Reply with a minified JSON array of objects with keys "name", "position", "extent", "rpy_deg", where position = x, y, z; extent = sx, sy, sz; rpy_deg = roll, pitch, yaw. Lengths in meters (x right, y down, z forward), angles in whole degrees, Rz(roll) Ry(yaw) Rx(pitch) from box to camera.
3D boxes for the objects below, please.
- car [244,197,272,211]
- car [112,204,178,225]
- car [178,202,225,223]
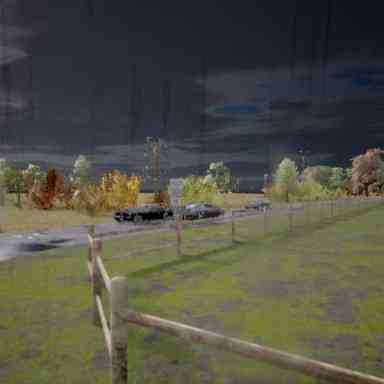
[{"name":"car","position":[7.939,1.415,39.762],"extent":[1.837,1.490,4.892],"rpy_deg":[0,0,36]},{"name":"car","position":[-3.427,1.540,24.004],"extent":[1.895,1.301,4.718],"rpy_deg":[0,0,36]},{"name":"car","position":[0.632,1.463,24.629],"extent":[1.812,1.442,4.674],"rpy_deg":[0,0,36]}]
